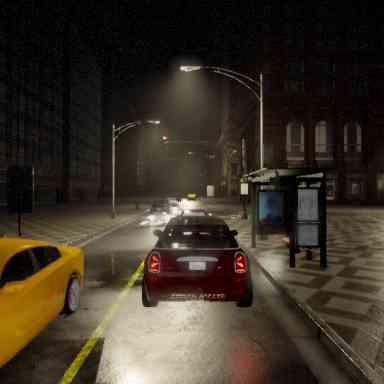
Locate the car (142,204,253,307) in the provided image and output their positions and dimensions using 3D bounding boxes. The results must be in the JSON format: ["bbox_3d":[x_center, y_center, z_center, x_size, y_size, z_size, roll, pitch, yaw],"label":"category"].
[{"bbox_3d":[0.096,1.352,8.126,2.097,1.767,4.553,0,0,0],"label":"car"}]

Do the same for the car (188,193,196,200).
[{"bbox_3d":[-0.044,1.127,84.335,1.882,1.535,5.008,0,0,0],"label":"car"}]

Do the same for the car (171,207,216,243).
[{"bbox_3d":[0.087,1.558,16.769,1.994,1.385,4.181,0,0,1],"label":"car"}]

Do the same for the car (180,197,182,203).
[{"bbox_3d":[-3.059,1.425,67.494,2.033,1.411,5.357,0,0,0],"label":"car"}]

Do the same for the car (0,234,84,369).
[{"bbox_3d":[-3.101,1.478,4.712,1.882,1.535,5.008,0,0,0],"label":"car"}]

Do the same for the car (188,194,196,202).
[{"bbox_3d":[-0.039,1.442,74.360,1.895,1.301,4.718,0,0,0],"label":"car"}]

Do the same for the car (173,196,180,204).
[{"bbox_3d":[-3.120,1.532,48.777,1.895,1.301,4.718,0,0,0],"label":"car"}]

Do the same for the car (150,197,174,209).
[{"bbox_3d":[-3.115,1.474,33.755,1.837,1.490,4.892,0,0,0],"label":"car"}]
